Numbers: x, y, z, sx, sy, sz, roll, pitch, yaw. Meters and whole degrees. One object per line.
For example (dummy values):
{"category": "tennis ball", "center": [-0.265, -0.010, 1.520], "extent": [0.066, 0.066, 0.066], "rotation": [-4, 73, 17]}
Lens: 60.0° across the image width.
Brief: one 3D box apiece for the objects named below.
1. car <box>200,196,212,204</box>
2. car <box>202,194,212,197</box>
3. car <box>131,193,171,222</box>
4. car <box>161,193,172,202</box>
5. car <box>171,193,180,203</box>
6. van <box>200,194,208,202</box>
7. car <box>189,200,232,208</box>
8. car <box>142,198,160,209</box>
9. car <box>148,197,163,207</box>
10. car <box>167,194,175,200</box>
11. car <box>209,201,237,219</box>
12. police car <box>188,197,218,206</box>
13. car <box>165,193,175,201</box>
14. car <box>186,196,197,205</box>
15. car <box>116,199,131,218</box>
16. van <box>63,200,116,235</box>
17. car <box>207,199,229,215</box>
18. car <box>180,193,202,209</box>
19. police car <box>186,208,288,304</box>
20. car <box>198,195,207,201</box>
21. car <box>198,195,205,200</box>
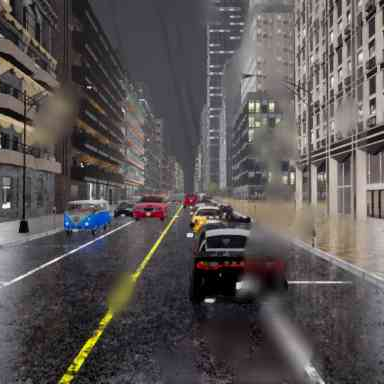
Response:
{"category": "car", "center": [2.645, 1.517, 63.822], "extent": [2.008, 1.369, 4.403], "rotation": [1, 0, 0]}
{"category": "car", "center": [2.655, 1.289, 58.125], "extent": [2.192, 1.841, 5.009], "rotation": [1, 0, 0]}
{"category": "car", "center": [-3.126, 1.221, 26.569], "extent": [2.150, 2.045, 5.566], "rotation": [0, 0, 0]}
{"category": "car", "center": [-5.740, 1.266, 75.332], "extent": [2.192, 1.841, 5.009], "rotation": [1, 0, 0]}
{"category": "car", "center": [-3.062, 1.441, 65.852], "extent": [1.882, 1.535, 5.008], "rotation": [0, 0, 0]}
{"category": "van", "center": [2.649, 1.292, 75.218], "extent": [1.690, 1.788, 3.998], "rotation": [1, 0, 0]}
{"category": "car", "center": [0.882, 1.456, 18.445], "extent": [1.801, 1.575, 5.366], "rotation": [0, 0, 0]}
{"category": "car", "center": [-5.719, 1.537, 46.838], "extent": [2.008, 1.369, 4.403], "rotation": [1, 0, 0]}
{"category": "car", "center": [-5.725, 1.562, 52.535], "extent": [1.802, 1.307, 4.206], "rotation": [1, 0, 0]}
{"category": "car", "center": [-5.758, 1.363, 92.428], "extent": [1.967, 1.590, 4.097], "rotation": [1, 0, 0]}
{"category": "car", "center": [2.677, 1.549, 29.634], "extent": [2.008, 1.369, 4.403], "rotation": [1, 0, 0]}
{"category": "police car", "center": [0.877, 1.425, 24.366], "extent": [1.930, 1.638, 5.238], "rotation": [0, 0, 0]}
{"category": "car", "center": [-5.750, 1.248, 86.728], "extent": [2.192, 1.841, 5.009], "rotation": [1, 0, 0]}
{"category": "car", "center": [-0.055, 1.478, 58.705], "extent": [1.837, 1.490, 4.892], "rotation": [0, 0, 0]}
{"category": "car", "center": [-5.704, 1.564, 29.744], "extent": [1.947, 1.339, 4.313], "rotation": [1, 0, 0]}
{"category": "van", "center": [-5.690, 1.342, 18.343], "extent": [1.690, 1.788, 3.998], "rotation": [1, 0, 0]}
{"category": "car", "center": [2.671, 1.546, 35.331], "extent": [2.008, 1.369, 4.403], "rotation": [1, 0, 0]}
{"category": "car", "center": [-0.033, 1.209, 45.675], "extent": [2.150, 2.045, 5.566], "rotation": [0, 0, 1]}
{"category": "police car", "center": [0.891, 1.427, 8.363], "extent": [1.930, 1.638, 5.238], "rotation": [0, 0, 0]}
{"category": "car", "center": [2.606, 1.508, 80.916], "extent": [1.947, 1.339, 4.313], "rotation": [1, 0, 0]}
{"category": "car", "center": [2.586, 1.505, 92.311], "extent": [1.802, 1.307, 4.206], "rotation": [1, 0, 0]}
